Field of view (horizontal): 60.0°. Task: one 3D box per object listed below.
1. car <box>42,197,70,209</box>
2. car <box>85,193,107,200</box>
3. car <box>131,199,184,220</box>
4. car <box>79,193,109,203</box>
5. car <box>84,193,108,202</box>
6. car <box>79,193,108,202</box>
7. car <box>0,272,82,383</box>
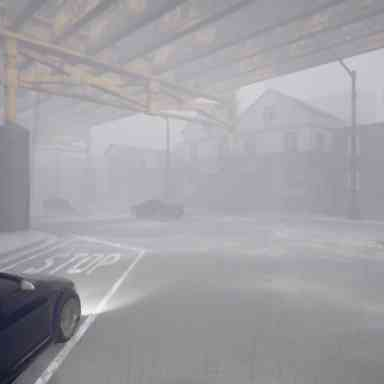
[{"bbox_3d":[-16.030,1.258,39.128,1.994,1.385,4.181,0,1,-44],"label":"car"},{"bbox_3d":[-17.467,0.819,60.916,1.853,1.218,4.536,0,0,15],"label":"car"},{"bbox_3d":[-2.748,1.276,25.693,1.882,1.535,5.008,0,1,-45],"label":"car"},{"bbox_3d":[-16.805,1.006,57.198,4.974,1.542,2.038,0,0,-15],"label":"car"},{"bbox_3d":[-17.481,0.977,60.867,2.038,1.542,4.974,0,0,15],"label":"car"},{"bbox_3d":[-16.755,0.848,57.210,4.536,1.218,1.853,0,0,-15],"label":"car"},{"bbox_3d":[-2.901,1.534,3.764,1.994,1.385,4.181,0,0,5],"label":"car"}]
